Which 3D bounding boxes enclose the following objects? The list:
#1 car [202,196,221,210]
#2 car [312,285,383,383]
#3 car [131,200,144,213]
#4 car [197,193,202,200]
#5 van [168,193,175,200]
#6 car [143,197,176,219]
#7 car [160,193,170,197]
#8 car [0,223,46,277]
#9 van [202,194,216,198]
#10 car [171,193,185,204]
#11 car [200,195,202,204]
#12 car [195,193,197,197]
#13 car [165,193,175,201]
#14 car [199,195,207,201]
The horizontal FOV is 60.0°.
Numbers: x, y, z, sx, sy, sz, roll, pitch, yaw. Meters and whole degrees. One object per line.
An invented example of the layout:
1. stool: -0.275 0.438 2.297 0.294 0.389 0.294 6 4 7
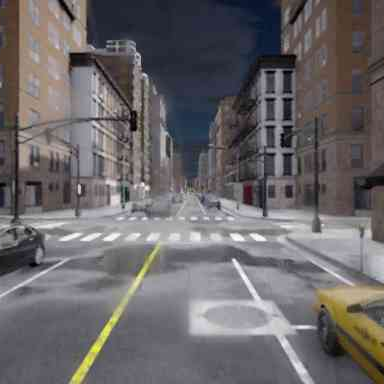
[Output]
1. car: 2.644 1.513 41.001 2.008 1.369 4.403 0 0 0
2. car: 2.638 1.523 3.208 1.752 1.417 4.829 0 0 0
3. car: -5.386 1.518 35.595 2.008 1.369 4.403 0 0 0
4. car: 2.652 1.257 62.626 2.192 1.841 5.009 0 0 0
5. van: -5.430 1.259 89.657 1.690 1.788 3.998 0 0 0
6. car: -2.744 1.494 29.054 1.882 1.535 5.008 0 1 0
7. car: -5.403 1.387 57.220 1.967 1.590 4.097 0 0 0
8. car: -5.386 1.544 8.719 2.008 1.369 4.403 0 0 0
9. van: 2.646 1.298 46.408 1.690 1.788 3.998 0 0 0
10. car: -2.744 1.456 64.678 2.128 1.511 4.902 0 1 0
11. car: 2.648 1.534 51.814 1.802 1.307 4.206 0 0 0
12. car: 2.664 1.457 95.064 1.887 1.381 4.507 0 0 0
13. car: -5.426 1.238 84.250 2.192 1.841 5.009 0 0 0
14. car: 2.658 1.452 79.014 1.752 1.417 4.829 0 0 0
